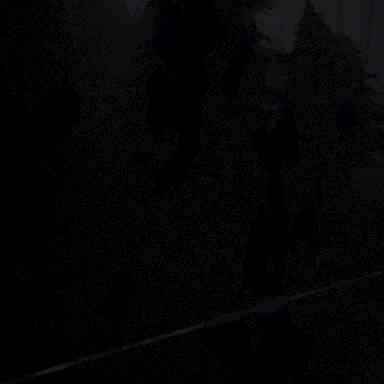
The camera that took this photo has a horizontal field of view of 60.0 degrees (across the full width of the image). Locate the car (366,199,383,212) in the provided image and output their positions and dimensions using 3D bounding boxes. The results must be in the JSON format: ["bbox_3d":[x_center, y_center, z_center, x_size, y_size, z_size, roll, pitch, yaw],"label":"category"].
[{"bbox_3d":[20.479,1.841,35.740,1.837,1.490,4.892,-4,-3,4],"label":"car"}]
